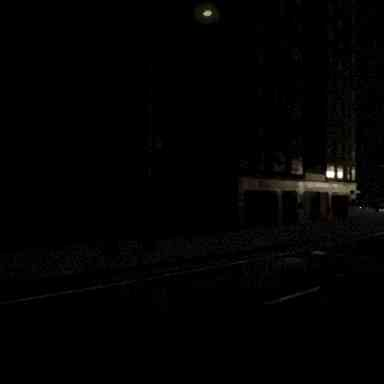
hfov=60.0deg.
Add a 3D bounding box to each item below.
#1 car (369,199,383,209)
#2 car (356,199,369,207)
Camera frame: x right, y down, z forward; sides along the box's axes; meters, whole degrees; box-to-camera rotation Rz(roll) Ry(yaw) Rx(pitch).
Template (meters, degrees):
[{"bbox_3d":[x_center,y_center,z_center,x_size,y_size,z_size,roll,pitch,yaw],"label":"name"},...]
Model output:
[{"bbox_3d":[38.744,2.498,68.227,2.150,2.045,5.566,0,-1,14],"label":"car"},{"bbox_3d":[42.688,2.995,83.559,1.837,1.490,4.892,0,-1,14],"label":"car"}]
